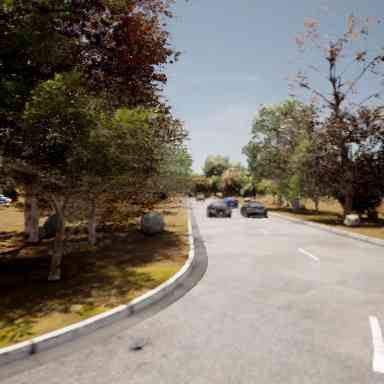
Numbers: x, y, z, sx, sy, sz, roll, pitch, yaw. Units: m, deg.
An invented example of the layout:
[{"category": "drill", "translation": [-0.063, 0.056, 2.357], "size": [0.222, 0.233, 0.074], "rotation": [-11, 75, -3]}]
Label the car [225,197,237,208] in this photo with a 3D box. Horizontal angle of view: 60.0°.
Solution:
[{"category": "car", "translation": [5.524, 1.497, 48.129], "size": [1.882, 1.535, 5.008], "rotation": [1, 0, -1]}]

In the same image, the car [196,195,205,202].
[{"category": "car", "translation": [1.826, 1.419, 70.785], "size": [2.033, 1.411, 5.357], "rotation": [1, 0, -1]}]

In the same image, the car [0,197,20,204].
[{"category": "car", "translation": [-39.744, 1.783, 70.624], "size": [5.366, 1.575, 1.946], "rotation": [1, 0, -1]}]

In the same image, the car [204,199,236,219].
[{"category": "car", "translation": [2.367, 1.580, 29.416], "size": [1.994, 1.385, 4.181], "rotation": [1, 0, -1]}]

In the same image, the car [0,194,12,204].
[{"category": "car", "translation": [-39.888, 1.795, 67.844], "size": [5.008, 1.535, 2.097], "rotation": [1, 0, -1]}]

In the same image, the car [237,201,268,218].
[{"category": "car", "translation": [5.777, 1.615, 31.341], "size": [1.994, 1.385, 4.181], "rotation": [1, 0, -1]}]

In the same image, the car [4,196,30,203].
[{"category": "car", "translation": [-39.992, 1.782, 76.176], "size": [4.792, 1.488, 2.163], "rotation": [1, 0, -1]}]
